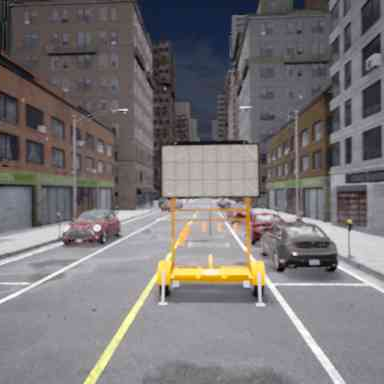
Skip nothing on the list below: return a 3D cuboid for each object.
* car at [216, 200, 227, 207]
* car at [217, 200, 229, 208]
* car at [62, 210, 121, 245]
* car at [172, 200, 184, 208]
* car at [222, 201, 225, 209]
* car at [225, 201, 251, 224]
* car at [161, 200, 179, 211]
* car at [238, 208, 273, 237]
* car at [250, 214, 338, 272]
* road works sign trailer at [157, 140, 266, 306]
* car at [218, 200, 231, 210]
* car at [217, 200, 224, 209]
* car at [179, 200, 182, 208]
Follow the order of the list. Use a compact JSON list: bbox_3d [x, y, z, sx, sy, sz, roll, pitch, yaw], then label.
[{"bbox_3d":[5.769,2.255,65.943,1.887,1.381,4.507,-1,-1,3],"label":"car"},{"bbox_3d":[5.524,2.191,60.443,1.887,1.381,4.507,-1,-1,3],"label":"car"},{"bbox_3d":[-4.951,1.670,16.827,1.967,1.590,4.097,-1,-1,3],"label":"car"},{"bbox_3d":[-2.747,2.331,66.321,1.887,1.381,4.507,-1,-1,3],"label":"car"},{"bbox_3d":[4.301,1.879,32.946,1.887,1.381,4.507,-1,-1,3],"label":"car"},{"bbox_3d":[4.054,1.714,27.448,1.967,1.590,4.097,-1,-1,3],"label":"car"},{"bbox_3d":[-3.484,2.038,49.823,1.967,1.590,4.097,-1,-1,3],"label":"car"},{"bbox_3d":[3.567,1.698,16.448,1.887,1.381,4.507,-1,-1,3],"label":"car"},{"bbox_3d":[3.323,1.644,10.948,2.008,1.369,4.403,-1,-1,3],"label":"car"},{"bbox_3d":[0.449,0.552,8.223,2.380,3.560,2.880,-1,-1,3],"label":"road works sign trailer"},{"bbox_3d":[5.280,2.128,54.943,1.887,1.381,4.507,-1,-1,3],"label":"car"},{"bbox_3d":[5.035,2.086,49.444,1.947,1.339,4.313,-1,-1,3],"label":"car"},{"bbox_3d":[-3.236,2.226,55.322,1.947,1.339,4.313,-1,-1,3],"label":"car"}]
